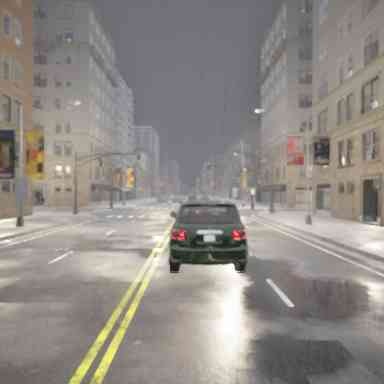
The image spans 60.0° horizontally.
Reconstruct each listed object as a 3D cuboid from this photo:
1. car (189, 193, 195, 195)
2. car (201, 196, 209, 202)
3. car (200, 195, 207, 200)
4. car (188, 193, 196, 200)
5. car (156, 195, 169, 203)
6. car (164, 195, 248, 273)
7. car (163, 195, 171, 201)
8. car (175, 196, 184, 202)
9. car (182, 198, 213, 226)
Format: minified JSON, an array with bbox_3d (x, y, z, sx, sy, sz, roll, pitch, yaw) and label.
[{"bbox_3d":[0.024,1.402,84.546,2.150,2.045,5.566,0,0,0],"label":"car"},{"bbox_3d":[3.274,1.683,84.530,1.837,1.490,4.892,0,0,0],"label":"car"},{"bbox_3d":[3.229,1.599,94.950,1.812,1.442,4.674,0,0,0],"label":"car"},{"bbox_3d":[-0.020,1.293,94.966,2.150,2.045,5.566,0,0,0],"label":"car"},{"bbox_3d":[-6.418,1.497,70.949,2.097,1.767,4.553,0,0,0],"label":"car"},{"bbox_3d":[0.436,1.245,10.964,2.150,2.045,5.566,0,0,0],"label":"car"},{"bbox_3d":[-6.485,1.658,86.526,1.837,1.490,4.892,0,0,0],"label":"car"},{"bbox_3d":[-3.236,1.690,86.540,2.128,1.511,4.902,0,0,0],"label":"car"},{"bbox_3d":[0.355,1.405,24.866,2.097,1.767,4.553,0,0,-1],"label":"car"}]
